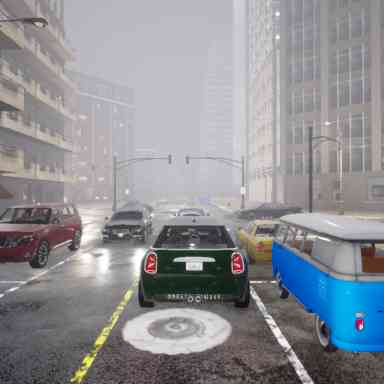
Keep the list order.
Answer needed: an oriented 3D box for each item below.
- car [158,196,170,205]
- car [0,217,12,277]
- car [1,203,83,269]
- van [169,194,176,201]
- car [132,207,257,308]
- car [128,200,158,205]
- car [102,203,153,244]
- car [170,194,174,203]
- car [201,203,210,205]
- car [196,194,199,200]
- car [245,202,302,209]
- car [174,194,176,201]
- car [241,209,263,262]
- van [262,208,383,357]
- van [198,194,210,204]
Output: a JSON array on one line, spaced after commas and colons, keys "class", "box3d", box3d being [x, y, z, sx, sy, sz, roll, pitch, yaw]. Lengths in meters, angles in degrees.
[{"class": "car", "box3d": [-5.417, 1.612, 60.225, 1.752, 1.417, 4.829, 0, 0, 0]}, {"class": "car", "box3d": [-5.320, 1.442, 5.858, 1.967, 1.590, 4.097, 0, 0, 0]}, {"class": "car", "box3d": [-5.329, 1.320, 11.394, 2.192, 1.841, 5.009, 0, 0, 0]}, {"class": "van", "box3d": [-5.475, 1.541, 93.709, 1.690, 1.788, 3.998, 0, 0, 0]}, {"class": "car", "box3d": [0.050, 1.355, 8.098, 2.097, 1.767, 4.553, 0, 0, 0]}, {"class": "car", "box3d": [-5.997, 1.609, 36.986, 1.994, 1.385, 4.181, 0, -1, -38]}, {"class": "car", "box3d": [-2.942, 1.514, 15.937, 1.837, 1.490, 4.892, 0, 0, -1]}, {"class": "car", "box3d": [-5.436, 1.561, 71.501, 1.967, 1.590, 4.097, 0, 0, 0]}, {"class": "car", "box3d": [-0.030, 1.536, 17.141, 1.812, 1.442, 4.674, 0, 0, 0]}, {"class": "car", "box3d": [2.424, 1.703, 82.618, 1.887, 1.381, 4.507, 0, 0, 0]}, {"class": "car", "box3d": [5.924, 1.490, 25.821, 5.357, 1.411, 2.033, -1, 0, -7]}, {"class": "car", "box3d": [-5.447, 1.705, 77.053, 1.947, 1.339, 4.313, 0, 0, 0]}, {"class": "car", "box3d": [2.549, 1.531, 11.584, 1.752, 1.417, 4.829, 0, 0, 0]}, {"class": "van", "box3d": [2.561, 1.343, 5.878, 1.690, 1.788, 3.998, 0, 0, 0]}, {"class": "van", "box3d": [2.464, 1.429, 60.409, 1.690, 1.788, 3.998, 0, 0, 0]}]
